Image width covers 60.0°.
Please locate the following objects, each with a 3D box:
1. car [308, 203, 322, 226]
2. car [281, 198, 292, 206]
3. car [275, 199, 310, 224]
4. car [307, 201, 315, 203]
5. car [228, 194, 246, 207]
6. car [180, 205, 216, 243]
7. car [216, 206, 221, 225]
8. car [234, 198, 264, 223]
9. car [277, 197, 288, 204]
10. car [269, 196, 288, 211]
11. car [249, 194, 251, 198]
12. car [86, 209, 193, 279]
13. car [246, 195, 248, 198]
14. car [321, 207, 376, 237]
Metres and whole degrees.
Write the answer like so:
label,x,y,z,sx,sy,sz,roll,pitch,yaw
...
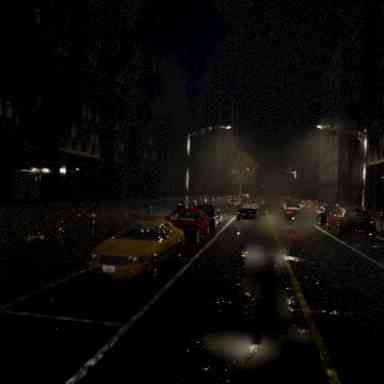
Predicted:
label,x,y,z,sx,sy,sz,roll,pitch,yaw
car,10.337,1.780,25.135,1.947,1.339,4.313,2,0,11
car,18.177,1.886,64.098,1.802,1.307,4.206,2,0,11
car,7.844,1.638,26.388,1.837,1.490,4.892,2,1,12
car,12.581,1.679,36.266,1.967,1.590,4.097,2,0,11
car,6.466,1.438,49.074,1.967,1.590,4.097,2,0,11
car,-0.256,1.468,15.679,1.887,1.381,4.507,2,0,11
car,0.863,1.501,21.245,1.947,1.339,4.313,2,0,11
car,4.704,1.510,26.753,1.882,1.535,5.008,2,0,12
car,20.417,1.882,75.229,2.008,1.369,4.403,2,0,11
car,11.144,1.646,42.797,1.882,1.535,5.008,2,0,12
car,10.950,1.366,71.338,2.192,1.841,5.009,2,0,11
car,-1.409,1.437,9.947,1.752,1.417,4.829,2,0,11
car,7.583,1.562,54.640,2.008,1.369,4.403,2,0,11
car,9.221,1.642,19.568,1.967,1.590,4.097,2,0,11
